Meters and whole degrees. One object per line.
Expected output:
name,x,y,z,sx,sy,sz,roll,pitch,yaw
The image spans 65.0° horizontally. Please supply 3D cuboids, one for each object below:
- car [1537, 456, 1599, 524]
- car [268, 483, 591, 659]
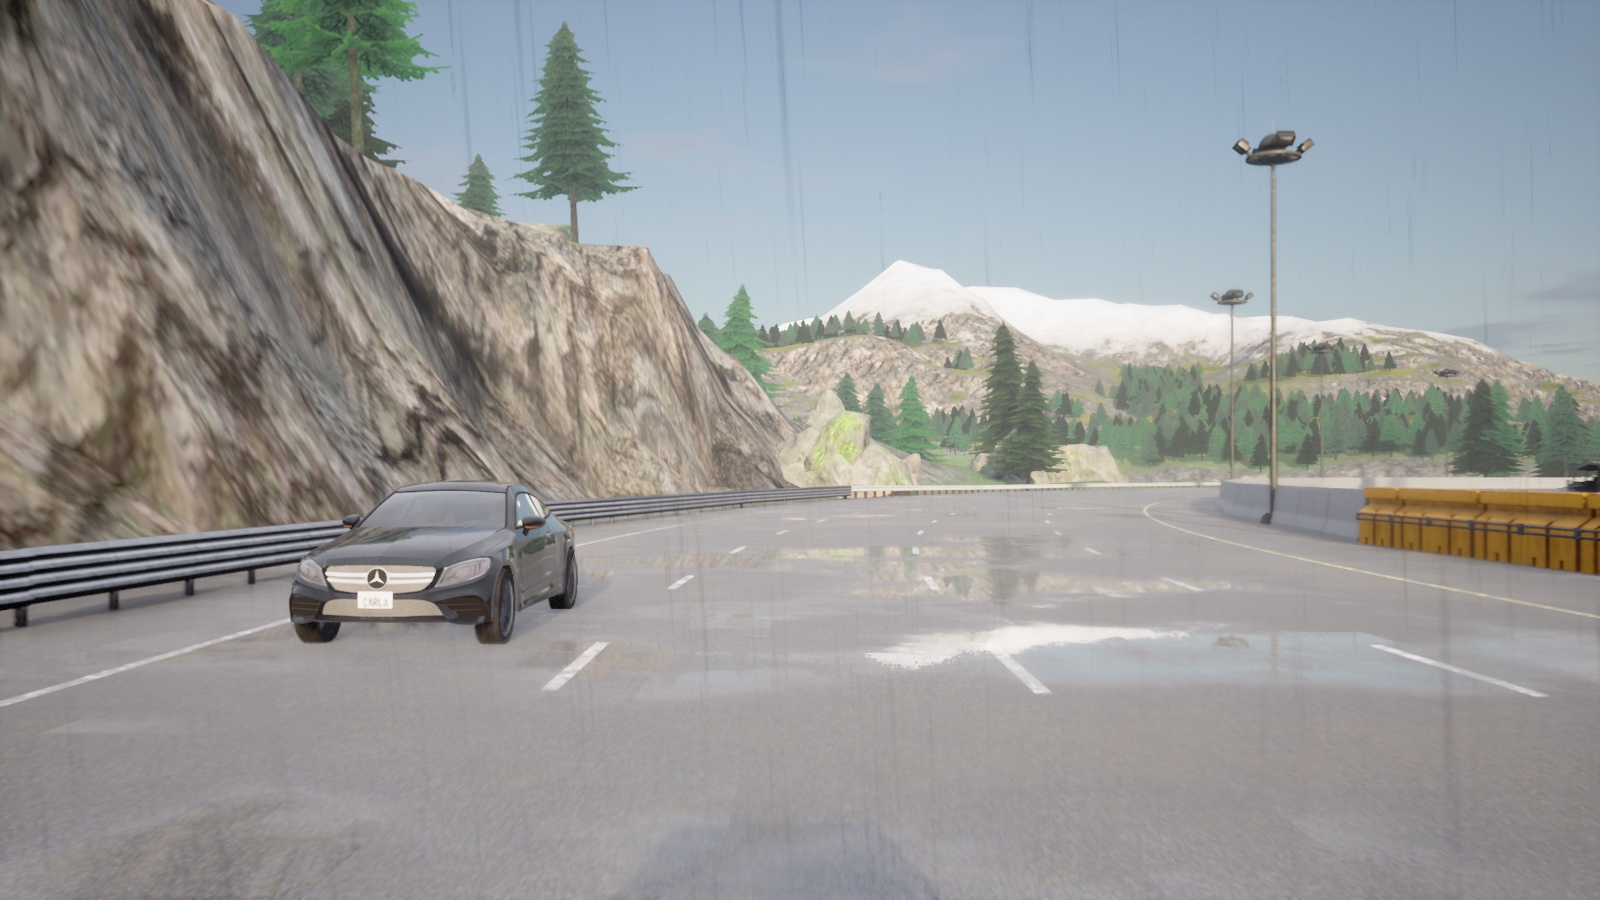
car,23.275,1.131,36.554,1.905,1.878,3.866,-1,-1,10
car,-3.479,1.069,12.799,1.812,1.442,4.674,0,-1,1
